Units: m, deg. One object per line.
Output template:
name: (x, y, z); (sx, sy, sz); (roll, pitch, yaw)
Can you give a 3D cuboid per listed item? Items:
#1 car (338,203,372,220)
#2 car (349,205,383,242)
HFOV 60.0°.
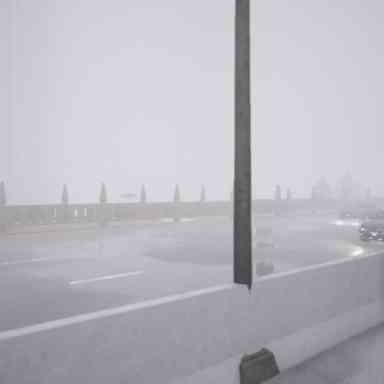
car: (13.514, 1.557, 26.515); (4.181, 1.385, 1.994); (0, 0, -35)
car: (9.420, 1.494, 15.002); (4.892, 1.490, 1.837); (0, 0, -35)
